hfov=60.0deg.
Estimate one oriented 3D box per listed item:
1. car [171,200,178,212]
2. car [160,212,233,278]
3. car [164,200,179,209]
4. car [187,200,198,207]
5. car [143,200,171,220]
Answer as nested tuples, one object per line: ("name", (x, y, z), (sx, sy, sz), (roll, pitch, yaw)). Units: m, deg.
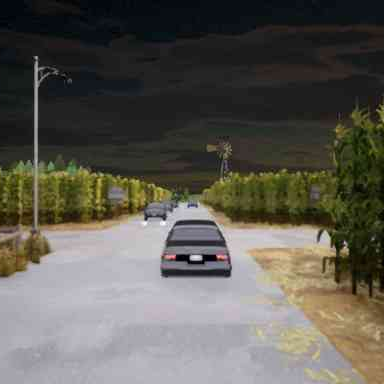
("car", (-3.187, 1.686, 39.502), (2.128, 1.511, 4.902), (0, 0, 0))
("car", (0.097, 1.550, 10.088), (2.033, 1.411, 5.357), (0, 0, 0))
("car", (-3.166, 1.926, 52.255), (1.994, 1.385, 4.181), (0, -2, 0))
("car", (0.114, 2.195, 63.658), (2.033, 1.411, 5.357), (0, -1, 0))
("car", (-3.148, 1.664, 29.498), (1.837, 1.490, 4.892), (0, -1, -1))
